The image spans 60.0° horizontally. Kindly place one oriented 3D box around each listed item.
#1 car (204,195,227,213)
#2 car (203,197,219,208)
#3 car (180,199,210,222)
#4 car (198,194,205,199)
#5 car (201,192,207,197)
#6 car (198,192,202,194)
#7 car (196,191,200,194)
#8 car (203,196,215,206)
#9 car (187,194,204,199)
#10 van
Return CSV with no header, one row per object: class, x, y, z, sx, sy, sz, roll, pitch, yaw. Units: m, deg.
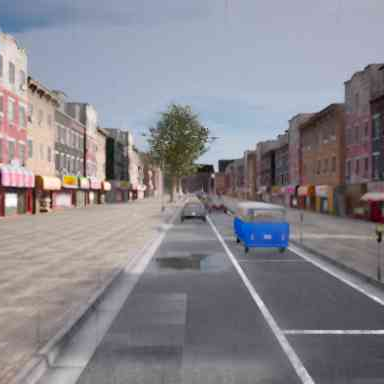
car,2.636,1.374,35.598,1.967,1.590,4.097,1,0,0
car,2.632,1.453,46.681,1.947,1.339,4.313,1,0,0
car,0.096,1.529,26.280,1.994,1.385,4.181,0,0,0
car,2.621,1.209,91.010,1.947,1.339,4.313,1,0,0
car,2.637,1.226,41.139,2.192,1.841,5.009,1,0,0
car,2.627,1.327,68.847,2.008,1.369,4.403,1,0,0
car,2.627,1.026,79.927,2.192,1.841,5.009,1,0,0
car,2.632,1.387,52.393,1.752,1.417,4.829,1,0,0
car,0.084,1.392,40.237,1.882,1.535,5.008,0,1,0
van,2.641,1.333,13.431,1.690,1.788,3.998,0,0,0
